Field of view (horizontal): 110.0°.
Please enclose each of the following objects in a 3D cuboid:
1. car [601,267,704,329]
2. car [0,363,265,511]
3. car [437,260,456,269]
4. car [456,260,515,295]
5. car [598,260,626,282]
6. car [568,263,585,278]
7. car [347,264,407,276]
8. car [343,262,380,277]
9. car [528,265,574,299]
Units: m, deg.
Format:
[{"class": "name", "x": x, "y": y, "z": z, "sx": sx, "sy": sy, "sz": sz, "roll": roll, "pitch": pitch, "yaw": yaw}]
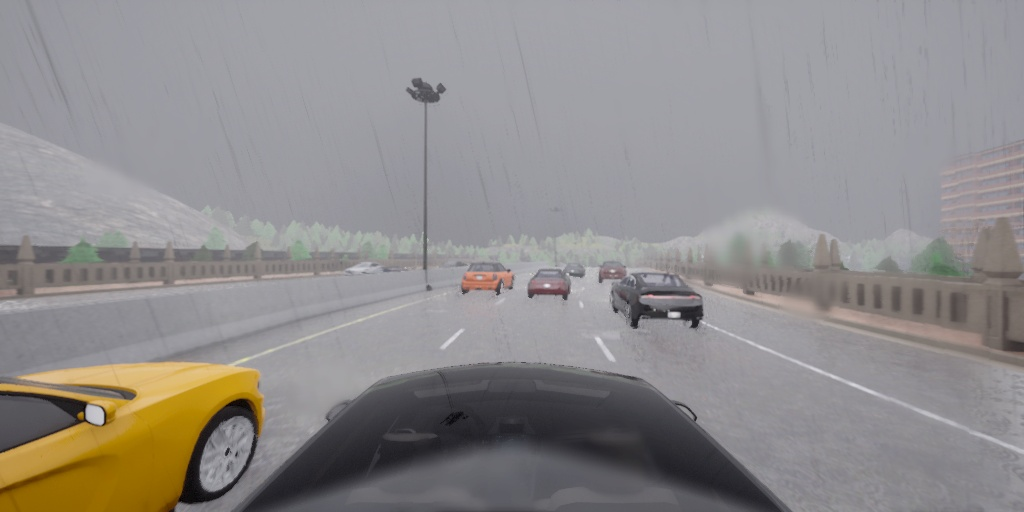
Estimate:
[{"class": "car", "x": 4.358, "y": 1.271, "z": 11.432, "sx": 2.128, "sy": 1.511, "sz": 4.902, "roll": 0, "pitch": 0, "yaw": 7}, {"class": "car", "x": -3.282, "y": 1.213, "z": 1.376, "sx": 1.882, "sy": 1.535, "sz": 5.008, "roll": 0, "pitch": 0, "yaw": 0}, {"class": "car", "x": -6.905, "y": 1.246, "z": 41.642, "sx": 1.882, "sy": 1.535, "sz": 5.008, "roll": 0, "pitch": 0, "yaw": 15}, {"class": "car", "x": -1.210, "y": 1.119, "z": 20.168, "sx": 2.097, "sy": 1.767, "sz": 4.553, "roll": 0, "pitch": 0, "yaw": 12}, {"class": "car", "x": 8.110, "y": 1.168, "z": 29.068, "sx": 2.097, "sy": 1.767, "sz": 4.553, "roll": 0, "pitch": 0, "yaw": 14}, {"class": "car", "x": 6.148, "y": 1.380, "z": 35.473, "sx": 1.994, "sy": 1.385, "sz": 4.181, "roll": 0, "pitch": 0, "yaw": 15}, {"class": "car", "x": -8.043, "y": 1.342, "z": 23.005, "sx": 1.895, "sy": 1.301, "sz": 4.718, "roll": 0, "pitch": 0, "yaw": 13}, {"class": "car", "x": -13.014, "y": 1.258, "z": 32.161, "sx": 1.812, "sy": 1.442, "sz": 4.674, "roll": 0, "pitch": 0, "yaw": 15}, {"class": "car", "x": 2.014, "y": 1.342, "z": 18.569, "sx": 1.994, "sy": 1.385, "sz": 4.181, "roll": 0, "pitch": 0, "yaw": 11}]
